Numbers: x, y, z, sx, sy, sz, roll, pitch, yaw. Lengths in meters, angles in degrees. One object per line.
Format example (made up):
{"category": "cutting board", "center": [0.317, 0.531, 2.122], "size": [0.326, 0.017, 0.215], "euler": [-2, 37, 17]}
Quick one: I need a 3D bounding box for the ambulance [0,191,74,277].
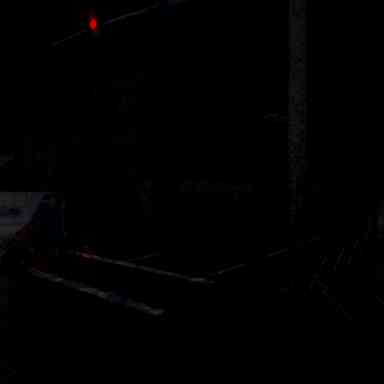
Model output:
{"category": "ambulance", "center": [-6.622, 1.163, 9.036], "size": [2.351, 2.431, 6.366], "euler": [0, -1, 38]}
